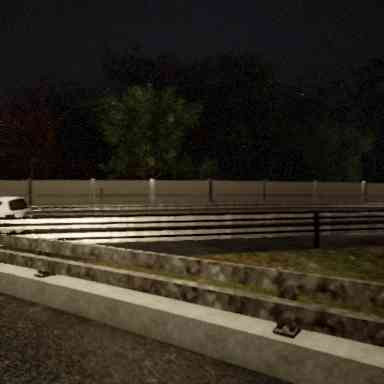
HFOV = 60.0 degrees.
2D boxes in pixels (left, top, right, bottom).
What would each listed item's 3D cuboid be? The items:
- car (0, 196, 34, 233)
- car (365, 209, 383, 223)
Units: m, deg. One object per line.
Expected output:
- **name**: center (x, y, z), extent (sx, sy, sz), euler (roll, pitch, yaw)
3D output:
- **car**: center (-10.093, 1.218, 14.880), extent (5.566, 2.045, 2.150), euler (0, 1, -3)
- **car**: center (12.916, 1.430, 20.077), extent (5.008, 1.535, 1.882), euler (-1, 0, -14)
